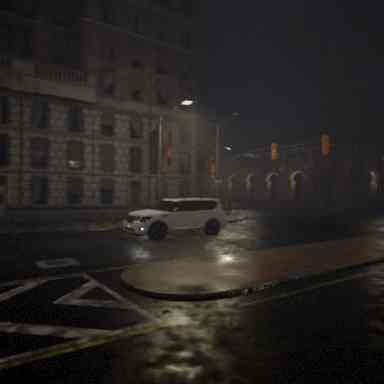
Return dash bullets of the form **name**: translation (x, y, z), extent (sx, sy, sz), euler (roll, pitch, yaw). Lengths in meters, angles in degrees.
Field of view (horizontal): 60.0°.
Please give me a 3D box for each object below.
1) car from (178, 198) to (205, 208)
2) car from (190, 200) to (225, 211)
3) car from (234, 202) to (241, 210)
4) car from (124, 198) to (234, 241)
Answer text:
- **car**: translation (-0.086, 1.819, 56.109), extent (2.128, 1.511, 4.902), euler (1, 0, -35)
- **car**: translation (2.156, 1.841, 46.872), extent (2.033, 1.411, 5.357), euler (1, 0, -36)
- **car**: translation (5.183, 1.857, 48.665), extent (1.812, 1.442, 4.674), euler (1, 0, -35)
- **car**: translation (-0.731, 1.318, 17.463), extent (5.566, 2.045, 2.150), euler (1, -1, -35)
